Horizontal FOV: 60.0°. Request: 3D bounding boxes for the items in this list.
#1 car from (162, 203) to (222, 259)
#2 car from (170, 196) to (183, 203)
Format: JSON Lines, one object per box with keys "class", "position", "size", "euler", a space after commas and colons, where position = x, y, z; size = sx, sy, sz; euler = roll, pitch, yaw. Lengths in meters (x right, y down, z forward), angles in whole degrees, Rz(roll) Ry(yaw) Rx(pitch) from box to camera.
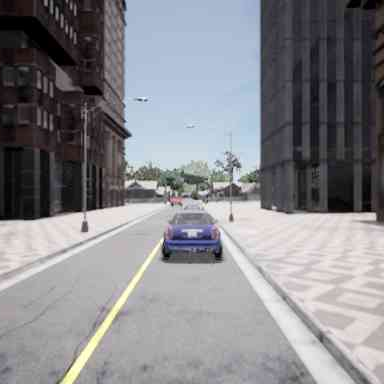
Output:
{"class": "car", "position": [0.023, 1.482, 13.407], "size": [2.097, 1.767, 4.553], "euler": [0, -1, 0]}
{"class": "car", "position": [-3.001, 1.867, 64.942], "size": [2.150, 2.045, 5.566], "euler": [0, -1, 0]}
